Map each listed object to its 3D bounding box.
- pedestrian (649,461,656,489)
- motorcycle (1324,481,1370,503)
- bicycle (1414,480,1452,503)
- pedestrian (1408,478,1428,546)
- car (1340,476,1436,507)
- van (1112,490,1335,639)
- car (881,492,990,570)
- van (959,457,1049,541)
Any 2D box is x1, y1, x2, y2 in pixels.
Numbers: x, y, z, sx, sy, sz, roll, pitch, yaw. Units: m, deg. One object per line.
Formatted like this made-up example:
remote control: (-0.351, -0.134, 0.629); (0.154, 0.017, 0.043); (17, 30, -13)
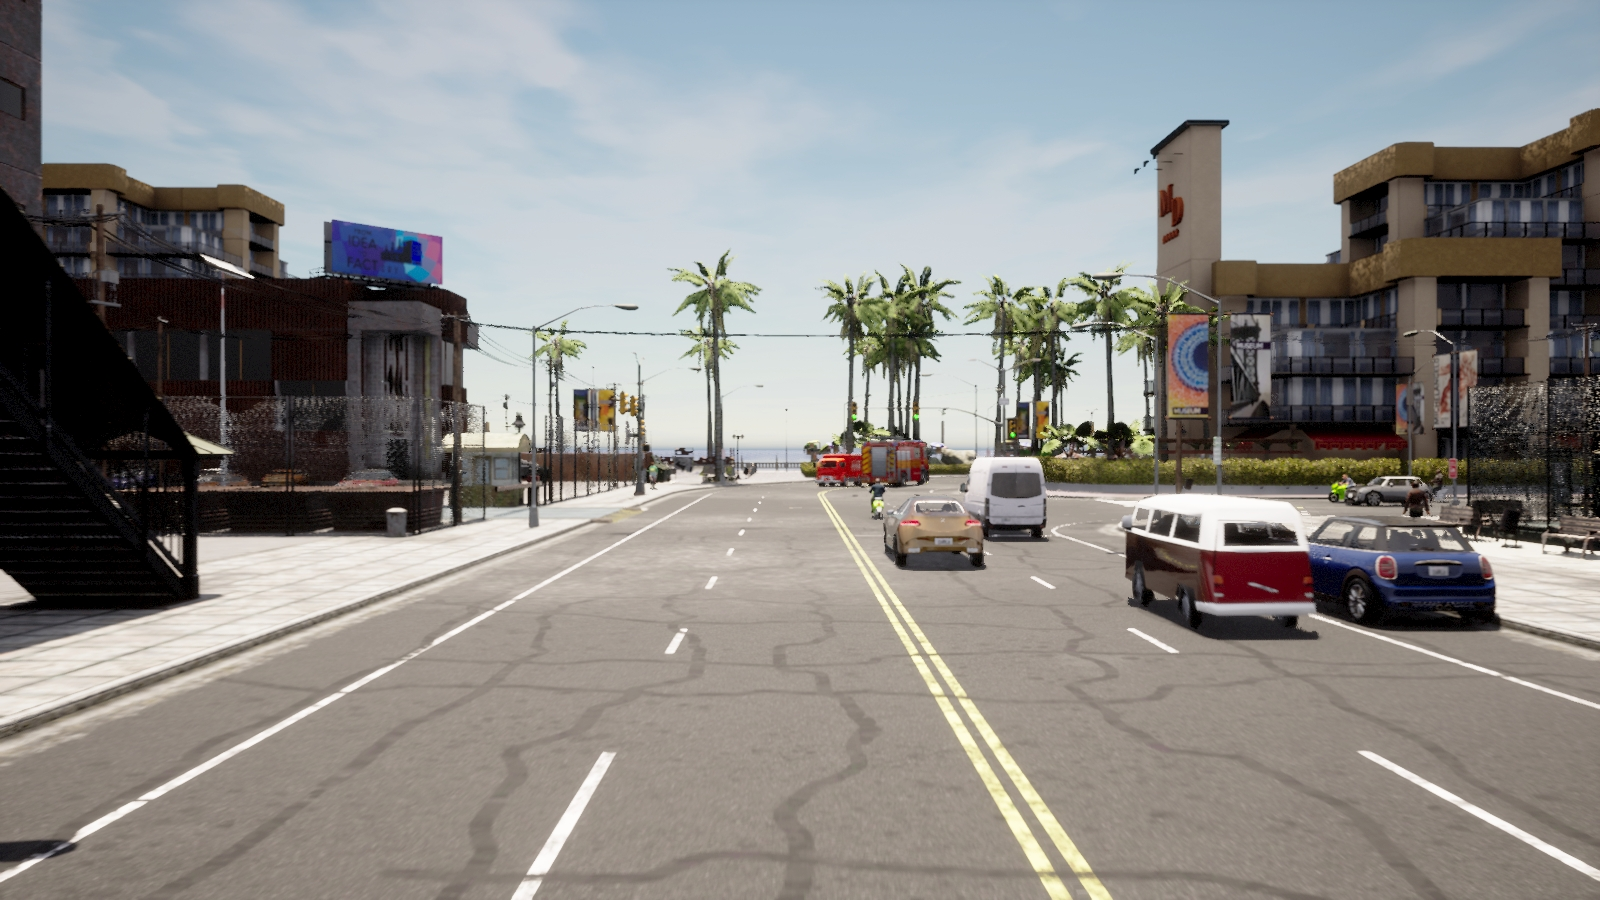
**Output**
pedestrian: (-9.830, 1.695, 76.342); (0.375, 1.860, 0.375); (0, 0, 6)
motorcycle: (29.048, 2.217, 60.703); (2.033, 1.145, 0.803); (0, 0, -1)
bicycle: (33.683, 2.214, 60.772); (1.835, 1.171, 0.329); (0, 0, -1)
pedestrian: (17.044, 1.698, 31.519); (0.375, 1.860, 0.375); (0, 0, 6)
car: (29.398, 2.068, 57.189); (3.806, 1.475, 1.970); (0, 0, -1)
van: (6.919, 1.787, 19.266); (2.069, 2.038, 4.480); (0, 0, 0)
car: (3.347, 1.992, 29.236); (2.152, 1.651, 5.027); (0, 0, 0)
van: (6.725, 1.535, 38.326); (1.988, 2.561, 5.915); (0, 0, 0)
